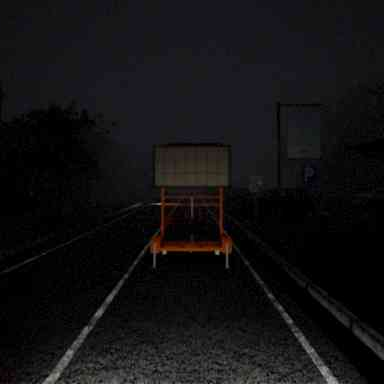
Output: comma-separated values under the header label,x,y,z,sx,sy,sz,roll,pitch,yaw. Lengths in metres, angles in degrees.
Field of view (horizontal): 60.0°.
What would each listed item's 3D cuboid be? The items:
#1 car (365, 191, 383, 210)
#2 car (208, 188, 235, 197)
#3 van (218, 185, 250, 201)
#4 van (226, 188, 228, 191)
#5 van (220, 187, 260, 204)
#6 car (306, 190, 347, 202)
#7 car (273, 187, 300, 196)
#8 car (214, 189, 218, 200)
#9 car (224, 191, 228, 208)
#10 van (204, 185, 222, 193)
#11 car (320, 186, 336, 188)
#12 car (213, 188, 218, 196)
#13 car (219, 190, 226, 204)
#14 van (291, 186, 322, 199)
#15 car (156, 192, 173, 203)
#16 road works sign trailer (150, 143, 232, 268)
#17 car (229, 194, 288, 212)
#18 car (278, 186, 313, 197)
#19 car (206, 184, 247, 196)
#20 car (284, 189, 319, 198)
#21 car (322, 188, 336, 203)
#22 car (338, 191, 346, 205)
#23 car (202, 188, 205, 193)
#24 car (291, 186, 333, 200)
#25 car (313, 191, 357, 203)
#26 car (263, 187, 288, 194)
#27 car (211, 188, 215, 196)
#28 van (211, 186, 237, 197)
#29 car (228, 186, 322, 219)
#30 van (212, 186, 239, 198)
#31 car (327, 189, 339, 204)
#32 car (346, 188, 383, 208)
label,x,y,z,sx,sy,sz,roll,pitch,yaw
car,18.743,0.894,29.729,5.008,1.535,2.097,0,1,0
car,5.532,0.077,62.505,4.892,1.521,2.231,0,2,0
van,5.514,0.510,37.273,4.442,1.987,1.878,0,1,0
van,5.768,0.627,31.665,4.442,1.987,1.878,0,1,0
van,5.737,0.448,40.075,4.442,1.987,1.878,0,1,0
car,18.706,0.553,46.386,4.792,1.488,2.163,0,1,0
car,18.637,-0.143,65.806,4.553,1.767,2.185,0,2,0
car,5.639,0.640,42.883,4.792,1.488,2.163,0,1,0
car,5.486,0.965,26.063,5.366,1.575,1.946,0,1,0
van,5.339,-0.788,84.915,4.442,1.987,1.878,0,2,0
car,18.638,0.201,49.152,5.566,2.045,2.435,0,1,0
car,5.597,0.581,45.690,4.674,1.452,2.002,0,1,0
car,5.635,0.795,34.472,5.008,1.535,2.097,0,1,0
van,18.763,0.073,54.705,4.442,1.987,1.878,0,2,0
car,-3.440,0.678,42.020,1.994,1.385,4.181,0,1,0
road works sign trailer,0.002,0.269,10.471,2.380,3.560,2.880,0,1,2
car,5.664,0.951,28.868,4.674,1.452,2.002,0,1,0
car,18.655,-0.110,60.252,5.566,2.045,2.435,0,2,0
car,5.541,0.064,54.090,5.566,2.045,2.435,0,2,0
car,18.822,0.217,57.484,5.366,1.575,1.946,0,2,0
car,18.882,0.654,40.832,5.366,1.575,1.946,0,1,0
car,18.712,0.780,35.278,4.892,1.521,2.231,0,1,0
car,5.479,-0.415,70.904,5.566,2.045,2.435,0,2,0
car,18.685,0.127,51.928,5.566,2.045,2.435,0,2,0
car,18.658,0.625,43.604,4.792,1.488,2.163,0,1,0
car,18.581,-0.253,74.133,4.892,1.521,2.231,0,2,0
car,5.596,0.469,48.491,4.892,1.521,2.231,0,1,0
van,5.665,-0.070,59.697,4.442,1.987,1.878,0,2,0
car,5.653,0.775,23.256,5.566,2.045,2.435,0,1,0
van,5.675,0.010,56.895,4.442,1.987,1.878,0,2,0
car,18.702,0.719,38.055,5.008,1.535,2.097,0,1,0
car,18.699,0.585,32.499,5.566,2.045,2.435,0,1,0
